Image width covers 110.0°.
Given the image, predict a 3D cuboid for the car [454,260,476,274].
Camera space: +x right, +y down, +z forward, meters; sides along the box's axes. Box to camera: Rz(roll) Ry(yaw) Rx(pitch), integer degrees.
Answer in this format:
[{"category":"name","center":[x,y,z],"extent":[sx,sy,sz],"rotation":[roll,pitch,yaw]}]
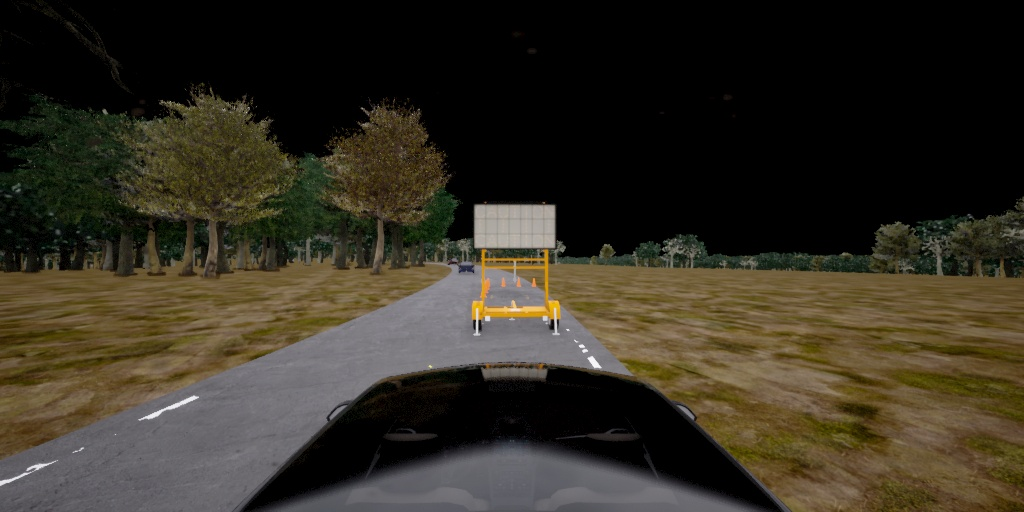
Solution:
[{"category":"car","center":[-5.146,1.301,40.704],"extent":[2.033,1.411,5.357],"rotation":[0,0,-7]}]

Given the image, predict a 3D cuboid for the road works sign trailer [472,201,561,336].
[{"category":"road works sign trailer","center":[0.079,0.214,10.447],"extent":[2.380,3.560,2.880],"rotation":[0,0,-2]}]
